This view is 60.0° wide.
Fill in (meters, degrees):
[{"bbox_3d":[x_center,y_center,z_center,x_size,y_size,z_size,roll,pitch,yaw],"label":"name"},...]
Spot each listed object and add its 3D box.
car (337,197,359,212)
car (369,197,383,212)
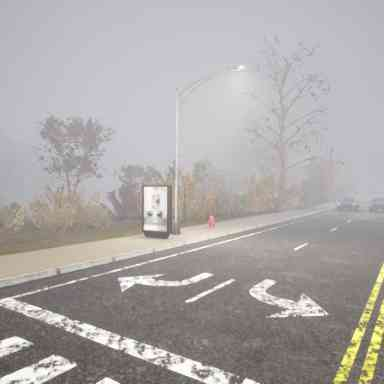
[{"bbox_3d":[18.708,1.390,39.731,2.097,1.767,4.553,0,0,30],"label":"car"},{"bbox_3d":[21.509,1.393,38.084,2.097,1.767,4.553,0,0,30],"label":"car"}]
